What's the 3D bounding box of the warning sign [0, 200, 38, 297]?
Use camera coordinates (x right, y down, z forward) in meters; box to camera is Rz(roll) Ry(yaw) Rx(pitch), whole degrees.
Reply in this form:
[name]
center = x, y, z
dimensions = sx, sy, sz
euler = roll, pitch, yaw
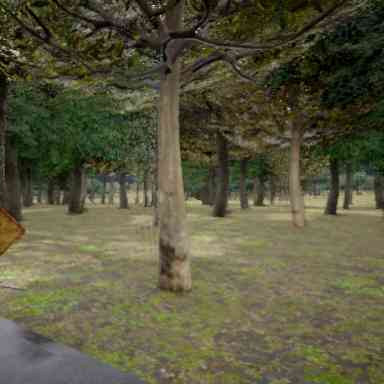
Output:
[warning sign]
center = -4.110, 1.122, 6.878
dimensions = 1.060, 1.860, 1.300
euler = 1, 0, 35
